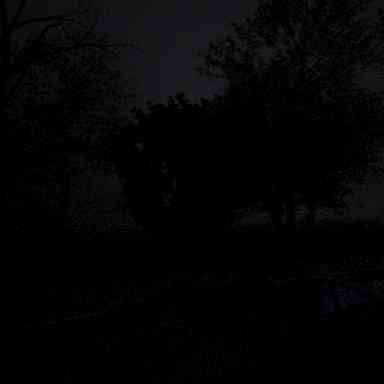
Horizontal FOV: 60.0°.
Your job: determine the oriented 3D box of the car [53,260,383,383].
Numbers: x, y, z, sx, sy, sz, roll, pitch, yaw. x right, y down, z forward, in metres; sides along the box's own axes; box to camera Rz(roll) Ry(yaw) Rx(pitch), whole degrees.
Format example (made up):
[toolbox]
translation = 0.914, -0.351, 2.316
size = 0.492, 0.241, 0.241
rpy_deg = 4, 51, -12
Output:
[car]
translation = 0.671, 1.562, 3.781
size = 4.181, 1.385, 1.994
rpy_deg = 0, 0, -31
